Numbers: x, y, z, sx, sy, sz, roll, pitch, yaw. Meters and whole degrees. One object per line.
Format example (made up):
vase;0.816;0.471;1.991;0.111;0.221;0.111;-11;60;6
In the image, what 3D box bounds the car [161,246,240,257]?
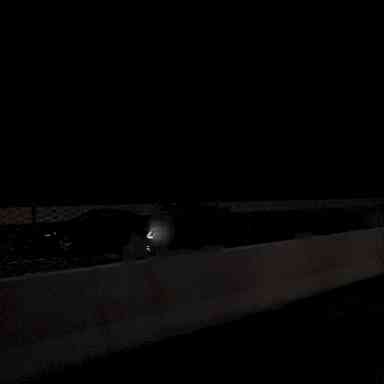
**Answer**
car;-0.188;1.344;12.464;4.553;1.767;2.097;0;0;-36
